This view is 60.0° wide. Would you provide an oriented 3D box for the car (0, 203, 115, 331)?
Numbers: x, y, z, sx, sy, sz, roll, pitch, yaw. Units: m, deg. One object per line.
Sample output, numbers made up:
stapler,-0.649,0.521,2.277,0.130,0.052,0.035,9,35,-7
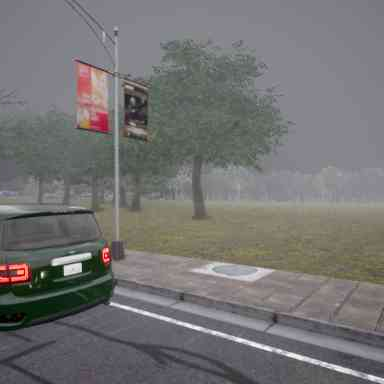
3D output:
car,-3.918,1.235,6.436,5.566,2.045,2.150,0,0,36
